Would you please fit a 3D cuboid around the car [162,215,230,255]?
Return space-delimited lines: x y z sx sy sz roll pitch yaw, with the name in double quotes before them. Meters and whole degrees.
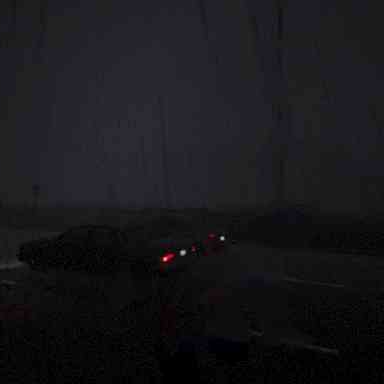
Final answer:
"car" -0.720 1.546 12.199 4.181 1.385 1.994 0 0 29

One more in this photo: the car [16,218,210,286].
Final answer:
"car" -2.432 1.541 9.269 5.357 1.411 2.033 0 0 27
